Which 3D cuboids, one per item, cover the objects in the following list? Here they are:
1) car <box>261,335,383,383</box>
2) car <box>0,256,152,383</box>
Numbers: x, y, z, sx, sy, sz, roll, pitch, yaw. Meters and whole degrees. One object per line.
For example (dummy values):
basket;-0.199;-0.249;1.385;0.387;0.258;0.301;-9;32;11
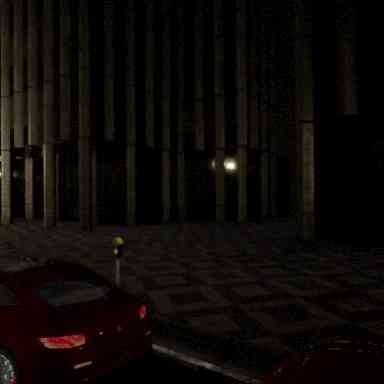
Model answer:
car;2.144;1.432;1.551;4.097;1.590;1.967;-1;0;35
car;-2.448;1.621;4.825;4.206;1.307;1.802;-1;0;35
